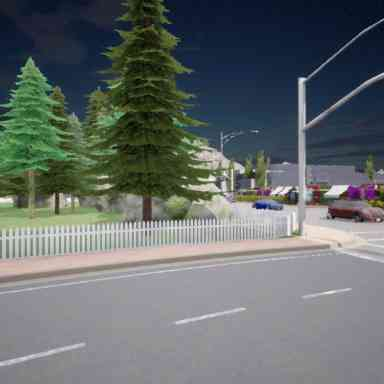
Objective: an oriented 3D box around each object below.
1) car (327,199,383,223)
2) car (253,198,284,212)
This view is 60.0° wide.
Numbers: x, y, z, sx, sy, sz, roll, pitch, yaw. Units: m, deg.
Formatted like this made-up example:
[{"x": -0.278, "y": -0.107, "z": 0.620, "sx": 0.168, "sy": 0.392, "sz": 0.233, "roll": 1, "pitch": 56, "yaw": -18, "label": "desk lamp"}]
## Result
[{"x": 12.738, "y": 1.406, "z": 25.987, "sx": 2.097, "sy": 1.767, "sz": 4.553, "roll": 0, "pitch": 0, "yaw": -17, "label": "car"}, {"x": 8.877, "y": 1.533, "z": 38.982, "sx": 1.882, "sy": 1.535, "sz": 5.008, "roll": 0, "pitch": 0, "yaw": -16, "label": "car"}]
